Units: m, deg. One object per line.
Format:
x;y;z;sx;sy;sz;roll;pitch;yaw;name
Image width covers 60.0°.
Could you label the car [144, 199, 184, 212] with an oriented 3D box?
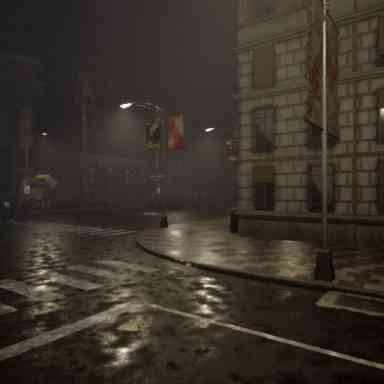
-3.114;1.547;38.341;2.033;1.411;5.357;0;0;36;car
